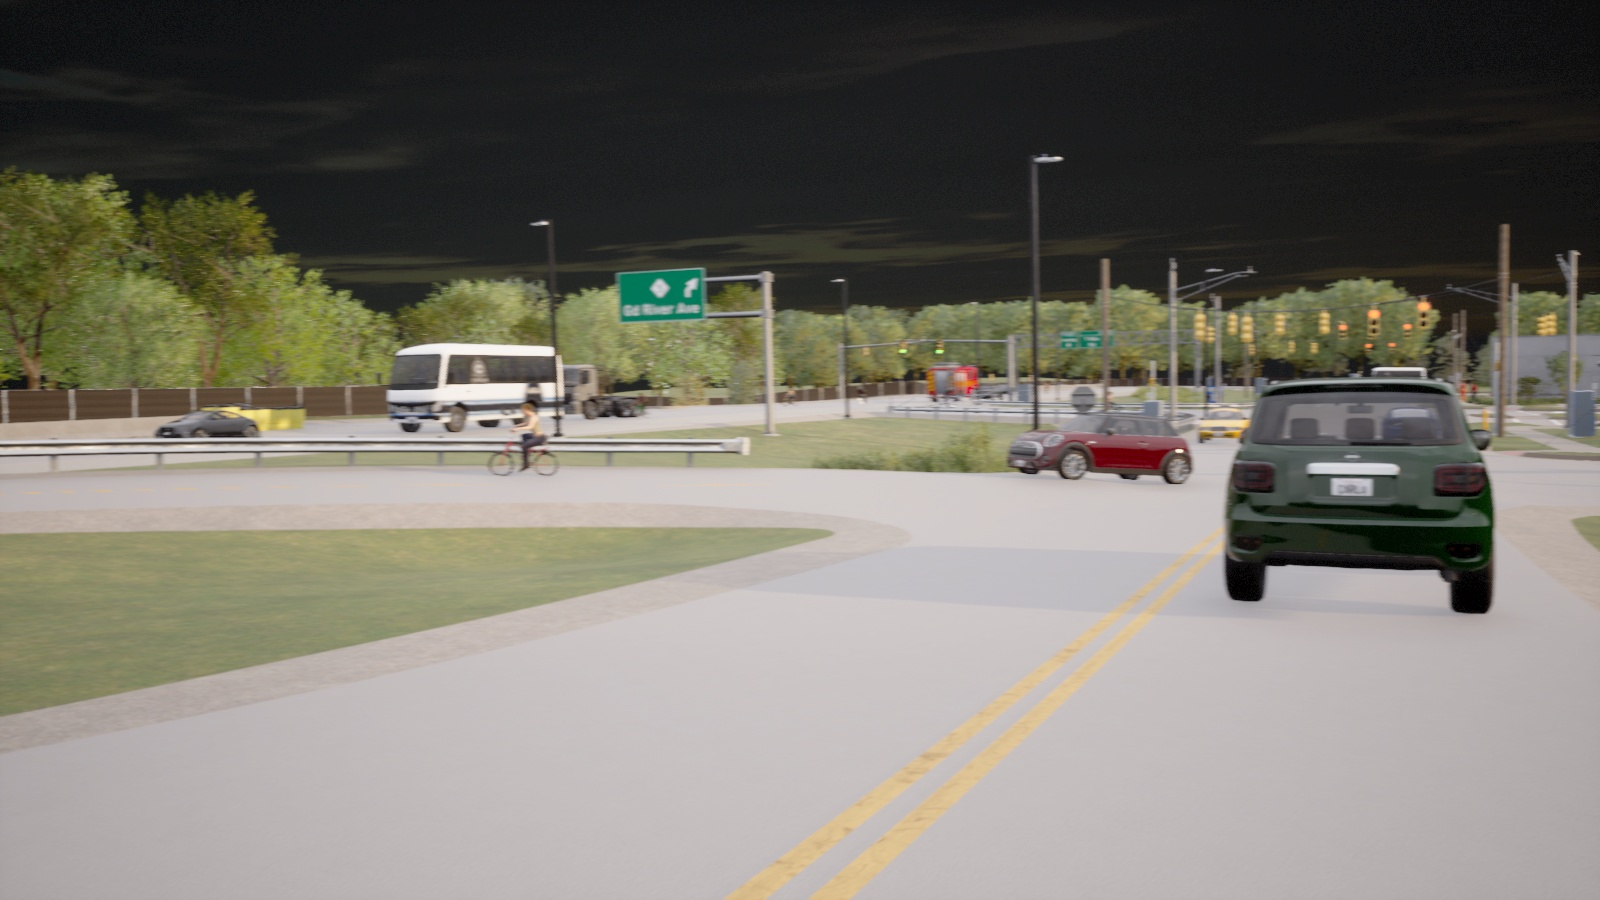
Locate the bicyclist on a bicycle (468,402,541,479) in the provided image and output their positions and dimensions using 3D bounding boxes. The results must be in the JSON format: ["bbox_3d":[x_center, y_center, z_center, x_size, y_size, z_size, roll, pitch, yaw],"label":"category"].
[{"bbox_3d":[-6.449,-0.220,27.392,1.509,1.612,0.866,0,4,-14],"label":"bicyclist on a bicycle"}]

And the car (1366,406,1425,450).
[{"bbox_3d":[23.201,-0.905,49.048,1.882,1.535,5.008,0,3,23],"label":"car"}]

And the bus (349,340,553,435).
[{"bbox_3d":[-16.873,-3.104,61.853,3.944,4.253,10.273,0,3,24],"label":"bus"}]

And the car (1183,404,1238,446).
[{"bbox_3d":[17.682,-1.110,53.956,1.801,1.575,5.366,0,3,23],"label":"car"}]

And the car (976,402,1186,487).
[{"bbox_3d":[6.920,-0.133,30.980,4.553,1.767,2.097,3,1,-22],"label":"car"}]

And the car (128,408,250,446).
[{"bbox_3d":[-25.133,-0.967,51.789,1.994,1.385,4.181,0,3,24],"label":"car"}]

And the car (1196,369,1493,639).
[{"bbox_3d":[5.428,0.366,12.508,2.150,2.045,5.566,0,1,25],"label":"car"}]

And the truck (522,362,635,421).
[{"bbox_3d":[-13.624,-3.654,77.943,2.891,3.462,7.936,0,3,24],"label":"truck"}]
